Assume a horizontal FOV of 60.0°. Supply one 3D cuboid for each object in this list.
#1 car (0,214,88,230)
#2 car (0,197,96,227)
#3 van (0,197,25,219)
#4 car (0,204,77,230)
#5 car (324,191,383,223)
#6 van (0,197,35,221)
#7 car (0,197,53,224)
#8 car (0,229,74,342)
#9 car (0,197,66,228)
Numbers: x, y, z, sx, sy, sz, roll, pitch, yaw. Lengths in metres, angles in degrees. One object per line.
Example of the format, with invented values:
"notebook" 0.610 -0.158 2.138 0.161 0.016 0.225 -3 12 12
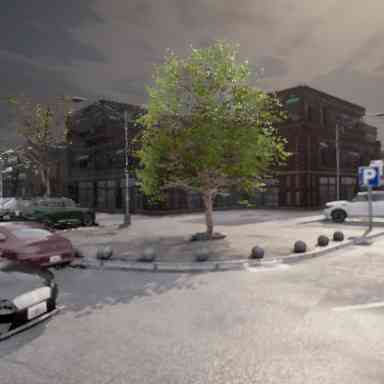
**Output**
"car" -5.479 1.611 9.981 4.674 1.442 1.812 -1 1 34
"car" -8.751 1.362 21.376 2.435 2.045 5.566 -1 -1 27
"van" -18.795 1.551 32.272 1.878 1.987 4.442 -1 -1 27
"car" -10.766 1.675 23.482 2.163 1.488 4.792 0 0 27
"car" 11.814 0.994 22.284 5.566 2.045 2.435 -2 0 28
"van" -16.777 1.519 30.108 1.878 1.987 4.442 -1 -1 27
"car" -14.815 1.460 27.812 2.435 2.045 5.566 0 0 27
"car" -4.663 1.571 5.834 4.902 1.511 2.128 -1 0 19
"car" -12.798 1.427 25.647 2.435 2.045 5.566 0 0 27
